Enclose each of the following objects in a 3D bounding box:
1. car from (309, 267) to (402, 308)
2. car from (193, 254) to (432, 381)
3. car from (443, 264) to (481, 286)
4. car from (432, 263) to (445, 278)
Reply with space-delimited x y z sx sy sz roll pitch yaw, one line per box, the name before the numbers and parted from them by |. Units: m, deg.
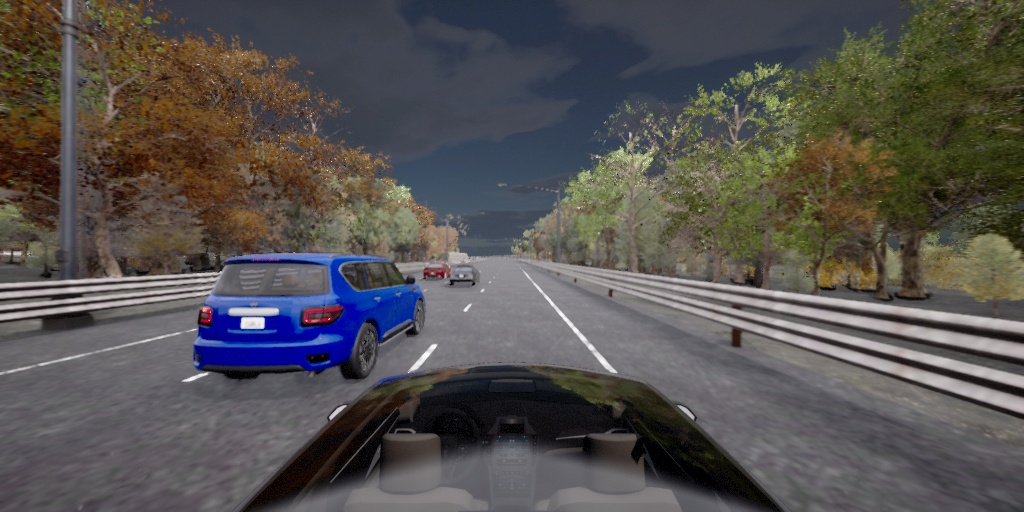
car | -6.915 1.308 16.544 2.128 1.511 4.902 0 0 0
car | -3.411 0.996 7.398 2.150 2.045 5.566 0 0 0
car | -3.428 1.408 26.740 2.033 1.411 5.357 0 0 0
car | -6.935 1.369 33.799 1.882 1.535 5.008 0 0 0
